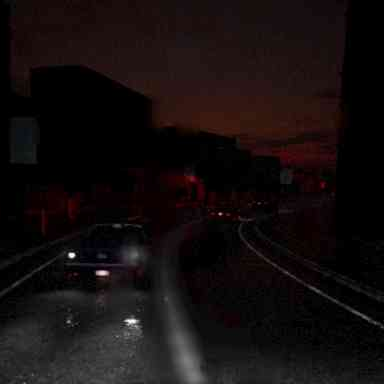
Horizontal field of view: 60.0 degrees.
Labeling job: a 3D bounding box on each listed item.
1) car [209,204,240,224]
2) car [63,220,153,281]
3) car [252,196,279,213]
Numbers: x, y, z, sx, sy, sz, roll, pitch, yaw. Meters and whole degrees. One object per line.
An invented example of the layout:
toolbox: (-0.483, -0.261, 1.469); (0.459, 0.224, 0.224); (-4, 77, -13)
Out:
car: (2.705, 1.673, 26.625); (2.033, 1.411, 5.357); (3, 0, 15)
car: (-2.209, 1.554, 9.864); (1.895, 1.301, 4.718); (1, 0, -4)
car: (9.408, 1.517, 42.422); (2.150, 2.045, 5.566); (4, 2, 29)
